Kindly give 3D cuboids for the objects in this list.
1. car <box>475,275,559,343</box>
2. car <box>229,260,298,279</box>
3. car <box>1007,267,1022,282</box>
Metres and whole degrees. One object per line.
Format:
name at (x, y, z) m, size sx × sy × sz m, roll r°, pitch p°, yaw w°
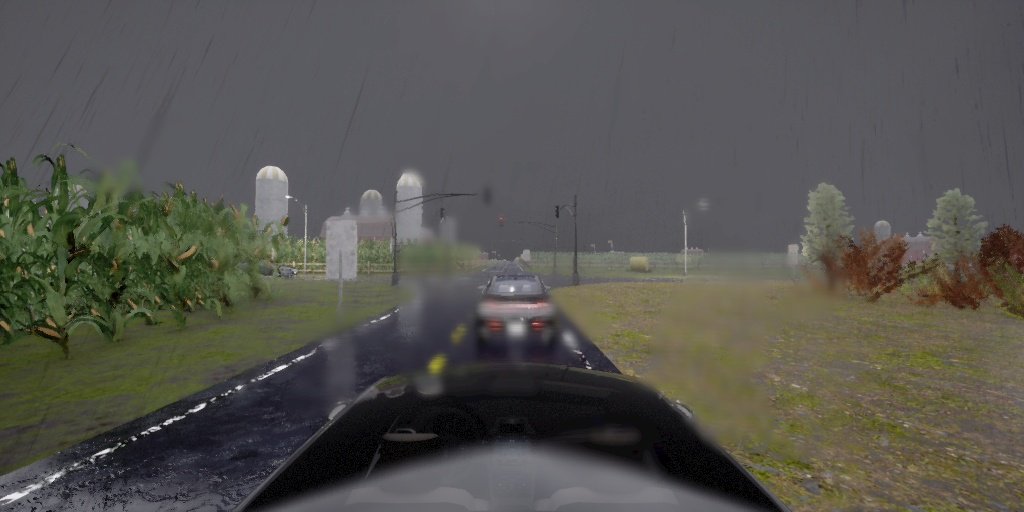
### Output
car at (0.100, 1.245, 9.653) m, size 2.128 × 1.511 × 4.902 m, roll 0°, pitch 0°, yaw 0°
car at (-19.943, 1.059, 28.807) m, size 4.902 × 1.511 × 2.128 m, roll 0°, pitch -1°, yaw -4°
car at (48.663, 1.719, 33.511) m, size 4.674 × 1.442 × 1.812 m, roll 1°, pitch -1°, yaw -5°
